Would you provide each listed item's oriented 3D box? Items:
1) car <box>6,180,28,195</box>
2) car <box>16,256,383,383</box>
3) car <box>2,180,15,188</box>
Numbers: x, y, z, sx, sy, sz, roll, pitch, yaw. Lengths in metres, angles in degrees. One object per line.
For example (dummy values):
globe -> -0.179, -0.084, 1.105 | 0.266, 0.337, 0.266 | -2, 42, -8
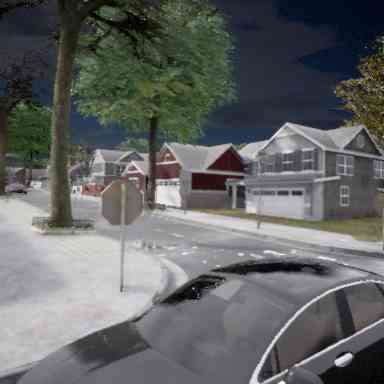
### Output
car -> -22.947, -0.405, 43.730 | 2.033, 1.411, 5.357 | 2, 1, -35
car -> 0.763, 1.552, 3.423 | 4.892, 1.490, 1.837 | 0, 1, -35
car -> -40.722, -1.815, 73.712 | 1.837, 1.490, 4.892 | 2, 1, -35
